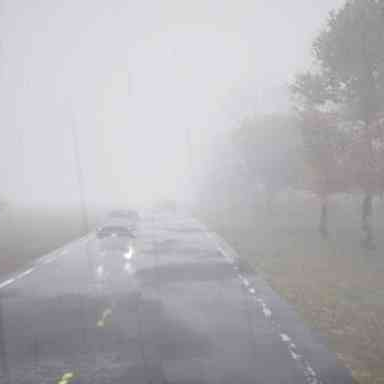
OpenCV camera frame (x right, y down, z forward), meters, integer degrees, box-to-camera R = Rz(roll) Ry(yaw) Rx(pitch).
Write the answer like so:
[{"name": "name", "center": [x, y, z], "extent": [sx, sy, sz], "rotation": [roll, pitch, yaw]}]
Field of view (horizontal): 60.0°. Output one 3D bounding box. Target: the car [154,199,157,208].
[{"name": "car", "center": [-4.593, 1.500, 50.293], "extent": [2.097, 1.767, 4.553], "rotation": [0, 0, -8]}]

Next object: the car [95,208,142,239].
[{"name": "car", "center": [-3.760, 1.605, 17.939], "extent": [2.033, 1.411, 5.357], "rotation": [0, 0, -4]}]

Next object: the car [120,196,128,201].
[{"name": "car", "center": [-19.088, 1.861, 93.488], "extent": [1.895, 1.301, 4.718], "rotation": [0, 0, -19]}]

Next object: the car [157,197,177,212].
[{"name": "car", "center": [-2.887, 1.621, 40.045], "extent": [1.837, 1.490, 4.892], "rotation": [0, -1, -9]}]
